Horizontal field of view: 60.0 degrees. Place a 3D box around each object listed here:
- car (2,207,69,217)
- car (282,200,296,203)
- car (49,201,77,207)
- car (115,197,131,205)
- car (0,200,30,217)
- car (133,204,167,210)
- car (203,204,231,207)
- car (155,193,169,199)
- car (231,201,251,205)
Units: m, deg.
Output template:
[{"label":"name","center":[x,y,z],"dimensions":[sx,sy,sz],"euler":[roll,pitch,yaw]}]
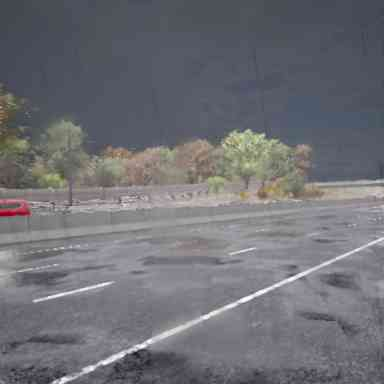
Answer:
[{"label":"car","center":[-10.058,2.060,23.643],"dimensions":[2.033,1.411,5.357],"euler":[-2,-1,42]},{"label":"car","center":[15.022,2.066,51.841],"dimensions":[1.837,1.490,4.892],"euler":[-2,-2,42]},{"label":"car","center":[-18.055,1.949,46.833],"dimensions":[1.812,1.442,4.674],"euler":[-2,0,18]},{"label":"car","center":[-12.542,1.708,62.896],"dimensions":[1.882,1.535,5.008],"euler":[-2,1,21]},{"label":"car","center":[-16.135,1.744,27.147],"dimensions":[2.150,2.045,5.566],"euler":[2,3,41]},{"label":"car","center":[-4.504,2.295,40.438],"dimensions":[1.895,1.301,4.718],"euler":[-2,-1,42]},{"label":"car","center":[1.962,2.131,37.185],"dimensions":[1.895,1.301,4.718],"euler":[-2,-1,42]},{"label":"car","center":[-7.087,1.096,76.798],"dimensions":[2.097,1.767,4.553],"euler":[-2,1,22]},{"label":"car","center":[7.842,2.213,54.311],"dimensions":[2.128,1.511,4.902],"euler":[-2,-1,42]}]
